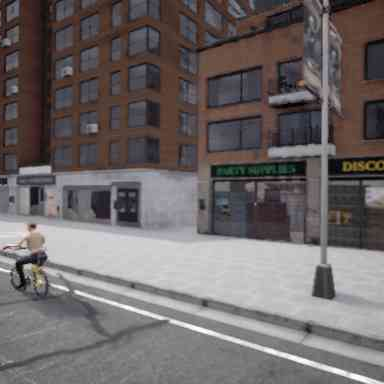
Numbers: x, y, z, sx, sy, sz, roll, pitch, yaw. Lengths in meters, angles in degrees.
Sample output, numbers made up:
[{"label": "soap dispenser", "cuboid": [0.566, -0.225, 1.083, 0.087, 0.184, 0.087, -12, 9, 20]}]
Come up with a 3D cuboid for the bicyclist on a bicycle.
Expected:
[{"label": "bicyclist on a bicycle", "cuboid": [-3.536, 1.404, 7.219, 1.509, 1.612, 0.866, 1, 0, 35]}]
